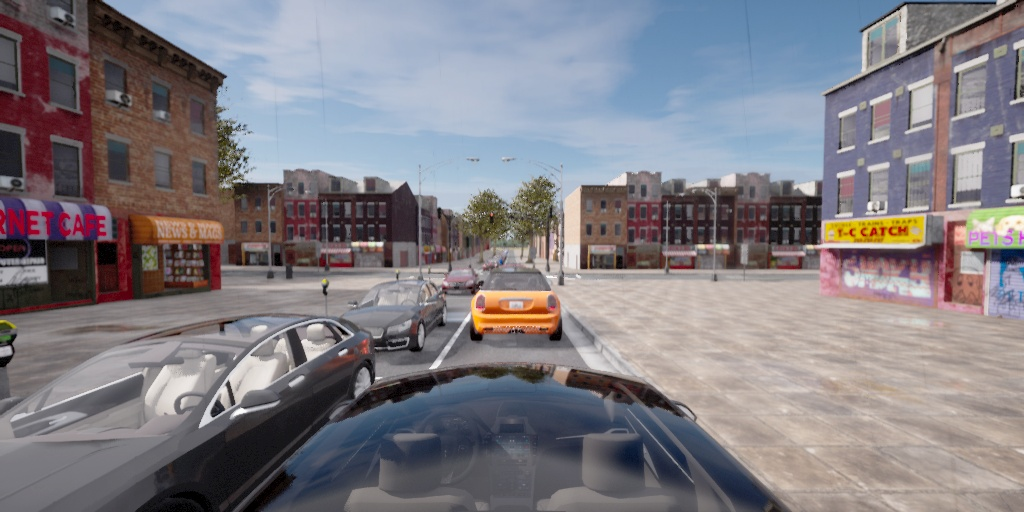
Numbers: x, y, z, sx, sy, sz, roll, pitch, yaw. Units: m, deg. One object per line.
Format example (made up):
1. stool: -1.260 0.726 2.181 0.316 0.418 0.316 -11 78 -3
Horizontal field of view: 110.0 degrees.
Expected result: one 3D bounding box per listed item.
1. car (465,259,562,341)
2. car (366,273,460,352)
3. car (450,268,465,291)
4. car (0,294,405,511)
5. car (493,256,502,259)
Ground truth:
1. car: 0.085 1.081 9.941 2.097 1.767 4.553 0 0 0
2. car: -2.652 1.282 8.633 2.007 1.370 4.403 0 0 0
3. car: -2.672 1.292 19.527 1.802 1.307 4.207 0 0 0
4. car: -2.643 1.296 3.185 2.007 1.370 4.403 0 0 0
5. car: -2.719 1.134 46.303 1.967 1.591 4.097 0 0 0
